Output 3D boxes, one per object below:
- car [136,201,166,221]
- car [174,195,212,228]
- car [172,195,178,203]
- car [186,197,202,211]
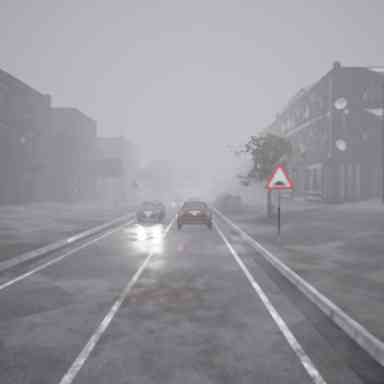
[{"bbox_3d":[-3.019,1.399,25.381,2.128,1.511,4.902,0,-2,0],"label":"car"},{"bbox_3d":[0.163,1.314,21.770,2.097,1.767,4.553,0,0,0],"label":"car"},{"bbox_3d":[-2.808,1.343,66.692,1.837,1.490,4.892,0,0,0],"label":"car"},{"bbox_3d":[0.218,1.396,40.304,1.837,1.490,4.892,0,0,0],"label":"car"}]
